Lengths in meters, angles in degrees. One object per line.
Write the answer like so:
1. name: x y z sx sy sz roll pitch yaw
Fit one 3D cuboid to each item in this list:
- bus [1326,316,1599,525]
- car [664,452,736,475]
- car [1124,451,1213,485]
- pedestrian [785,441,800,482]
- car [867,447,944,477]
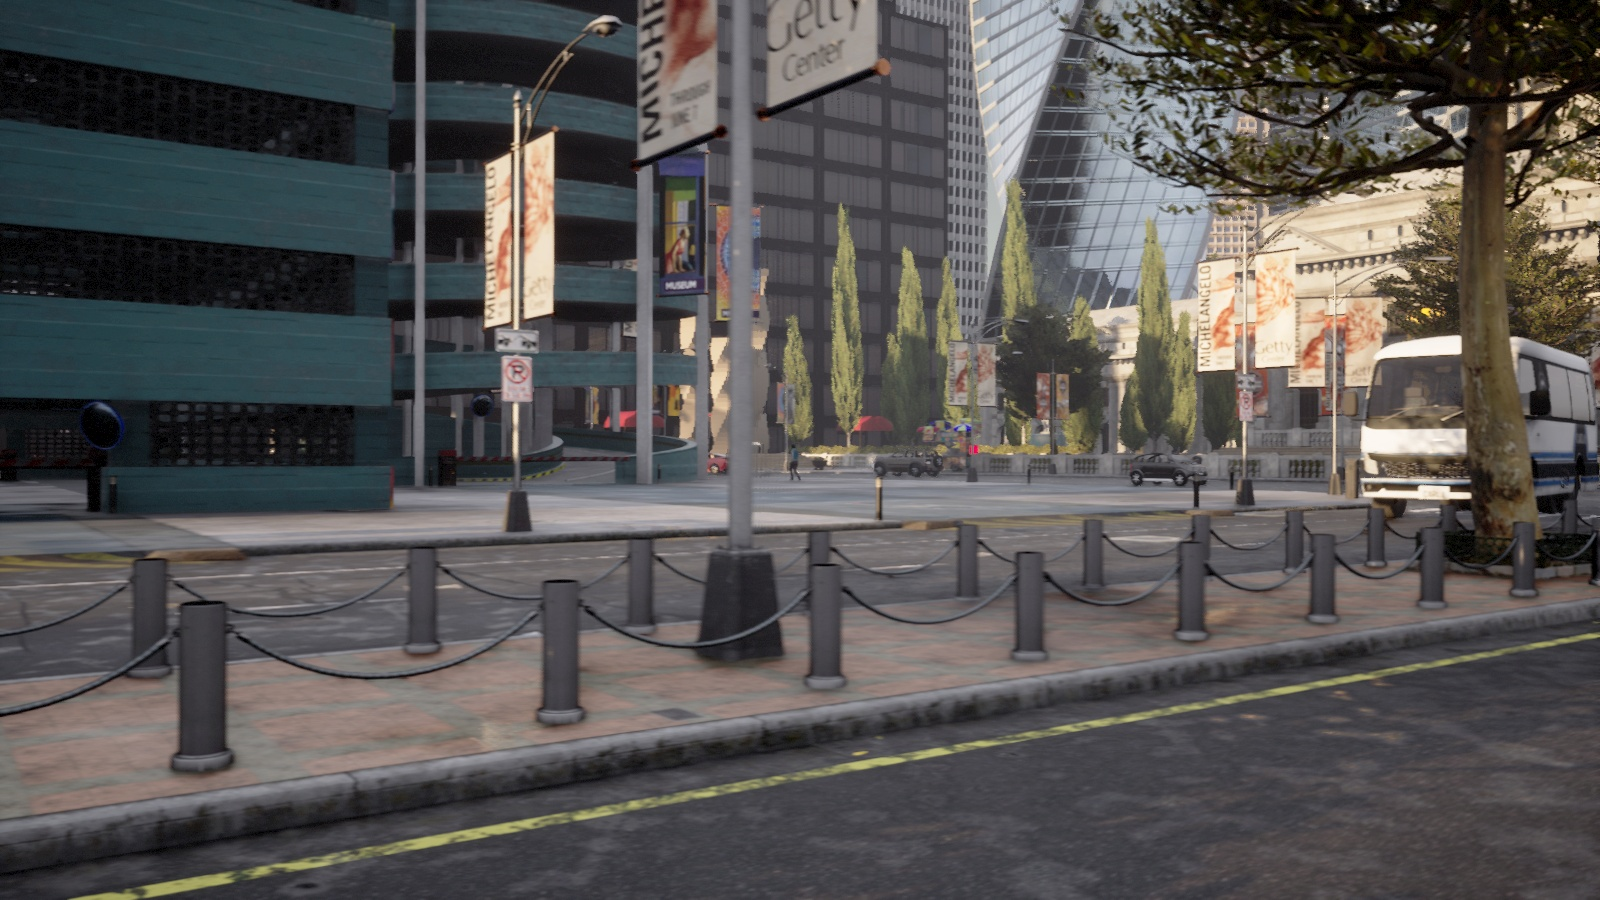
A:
1. bus: 16.627 -0.592 30.658 3.944 4.253 10.273 0 0 41
2. car: -6.911 0.918 86.563 4.514 1.525 2.007 0 0 21
3. car: 17.312 0.832 59.106 1.789 1.549 3.705 0 0 -35
4. pedestrian: -0.374 0.551 60.555 0.396 1.930 0.692 0 0 -37
5. car: 6.569 0.740 78.587 4.605 1.855 1.932 0 0 43
